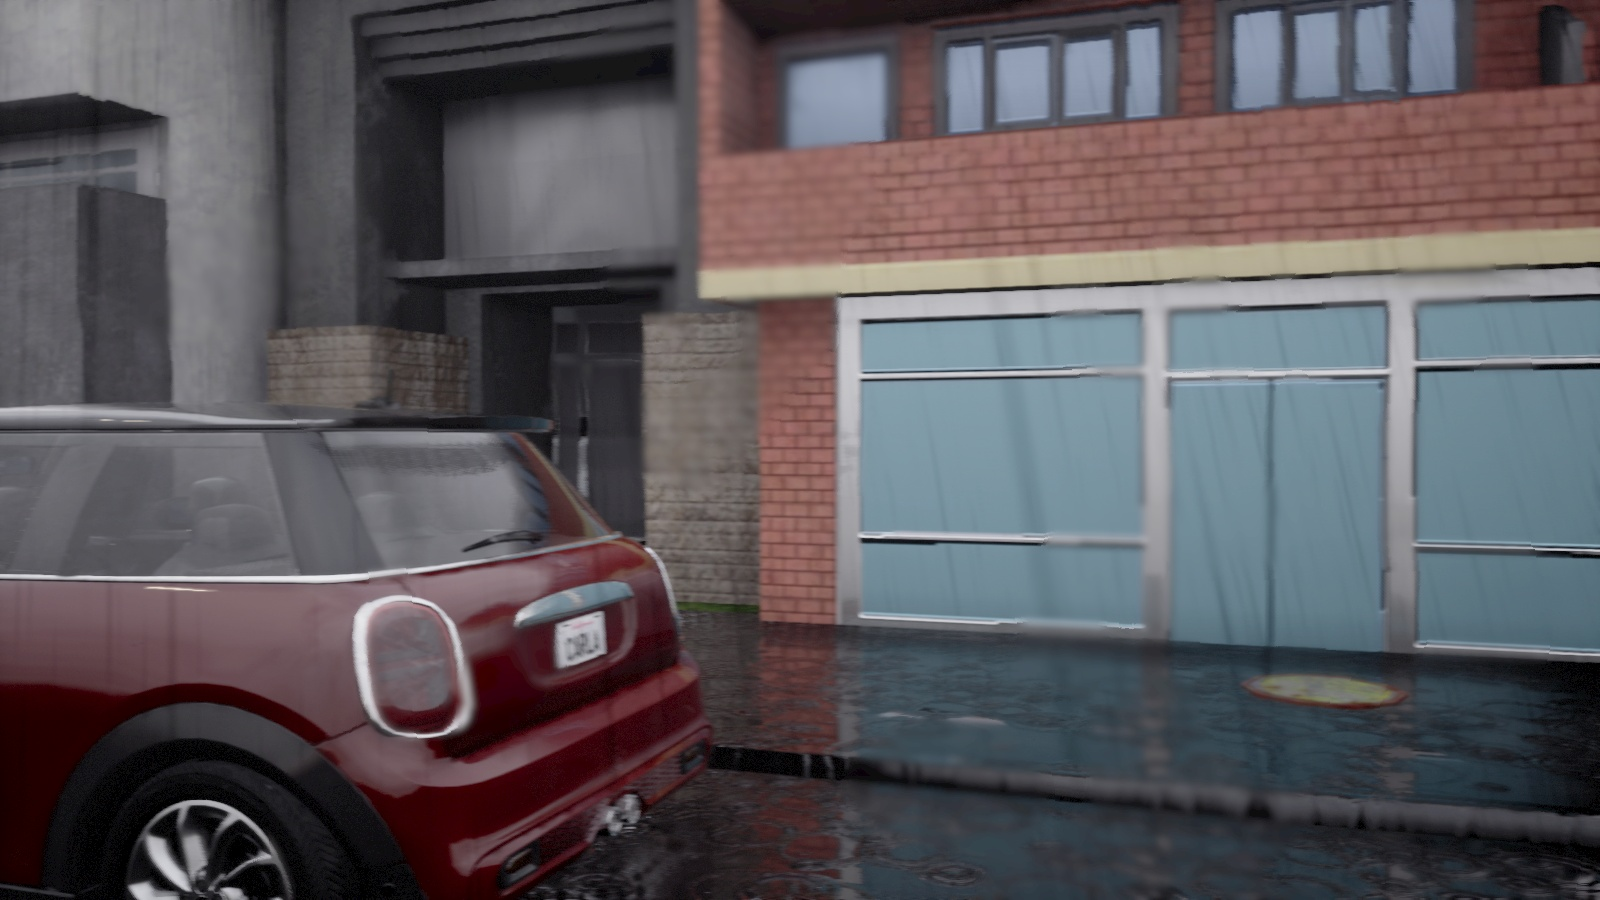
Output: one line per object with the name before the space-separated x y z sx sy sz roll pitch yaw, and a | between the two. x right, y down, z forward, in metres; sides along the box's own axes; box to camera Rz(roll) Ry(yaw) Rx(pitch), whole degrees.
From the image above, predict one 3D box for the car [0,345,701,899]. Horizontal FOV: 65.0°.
car | -2.888 0.601 4.708 4.553 1.767 2.097 1 1 18
